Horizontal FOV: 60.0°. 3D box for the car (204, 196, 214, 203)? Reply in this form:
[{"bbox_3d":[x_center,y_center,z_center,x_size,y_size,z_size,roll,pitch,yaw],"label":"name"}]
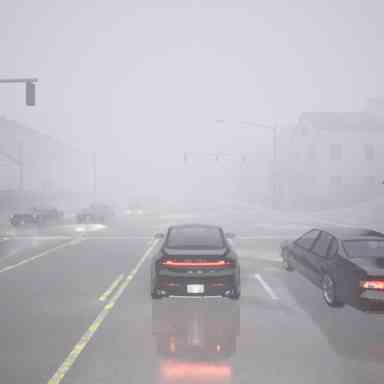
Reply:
[{"bbox_3d":[3.517,1.545,69.213,2.033,1.411,5.357,0,0,0],"label":"car"}]

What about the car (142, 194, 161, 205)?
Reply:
[{"bbox_3d":[-7.064,1.478,57.906,1.882,1.535,5.008,0,0,0],"label":"car"}]

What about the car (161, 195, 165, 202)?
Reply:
[{"bbox_3d":[-6.980,1.494,73.289,1.837,1.490,4.892,0,0,0],"label":"car"}]

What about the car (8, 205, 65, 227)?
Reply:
[{"bbox_3d":[-10.595,1.601,23.007,1.895,1.301,4.718,0,0,0],"label":"car"}]

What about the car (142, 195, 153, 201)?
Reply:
[{"bbox_3d":[-10.479,1.330,78.720,2.033,1.411,5.357,0,0,0],"label":"car"}]

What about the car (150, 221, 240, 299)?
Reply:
[{"bbox_3d":[0.078,1.505,8.448,1.837,1.490,4.892,0,0,0],"label":"car"}]

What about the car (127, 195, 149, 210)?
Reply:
[{"bbox_3d":[-7.088,1.504,42.632,1.837,1.490,4.892,0,0,0],"label":"car"}]

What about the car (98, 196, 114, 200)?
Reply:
[{"bbox_3d":[-10.589,1.526,41.731,1.812,1.442,4.674,0,0,0],"label":"car"}]

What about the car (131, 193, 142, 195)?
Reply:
[{"bbox_3d":[-10.528,1.223,63.051,2.150,2.045,5.566,0,0,1],"label":"car"}]

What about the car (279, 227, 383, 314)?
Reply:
[{"bbox_3d":[3.577,1.547,7.871,2.033,1.411,5.357,0,0,0],"label":"car"}]

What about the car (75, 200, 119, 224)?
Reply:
[{"bbox_3d":[-7.092,1.564,24.677,1.994,1.385,4.181,0,0,0],"label":"car"}]

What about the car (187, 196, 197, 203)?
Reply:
[{"bbox_3d":[0.019,1.547,69.214,2.033,1.411,5.357,0,0,0],"label":"car"}]
